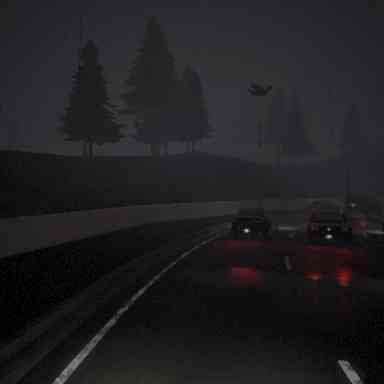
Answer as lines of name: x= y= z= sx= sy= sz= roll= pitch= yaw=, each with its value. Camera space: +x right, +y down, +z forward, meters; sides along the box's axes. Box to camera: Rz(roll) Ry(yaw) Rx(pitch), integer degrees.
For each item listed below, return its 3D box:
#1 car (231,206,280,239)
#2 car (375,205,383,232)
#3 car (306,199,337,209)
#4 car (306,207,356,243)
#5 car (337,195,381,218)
car: x=3.394 y=1.514 z=17.509 sx=1.837 sy=1.490 sz=4.892 roll=0 pitch=0 yaw=22
car: x=9.906 y=1.560 z=14.942 sx=2.033 sy=1.411 sz=5.357 roll=0 pitch=0 yaw=22
car: x=13.029 y=1.482 z=32.836 sx=1.882 sy=1.535 sz=5.008 roll=0 pitch=0 yaw=43
car: x=6.661 y=1.614 z=16.253 sx=1.895 sy=1.301 sz=4.718 roll=0 pitch=0 yaw=22
car: x=15.629 y=1.255 z=30.493 sx=2.150 sy=2.045 sz=5.566 roll=0 pitch=0 yaw=43
